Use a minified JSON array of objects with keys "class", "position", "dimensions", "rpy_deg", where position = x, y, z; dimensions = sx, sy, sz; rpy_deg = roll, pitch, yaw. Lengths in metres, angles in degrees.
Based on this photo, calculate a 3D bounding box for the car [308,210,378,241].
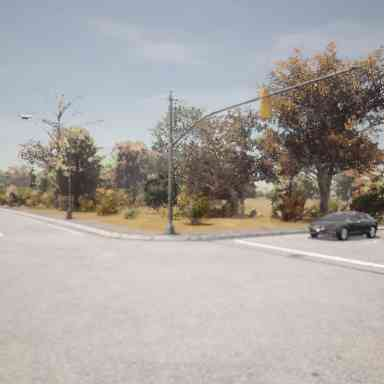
[{"class":"car","position":[8.532,1.818,18.665],"dimensions":[4.892,1.490,1.837],"rpy_deg":[2,-1,-35]}]
